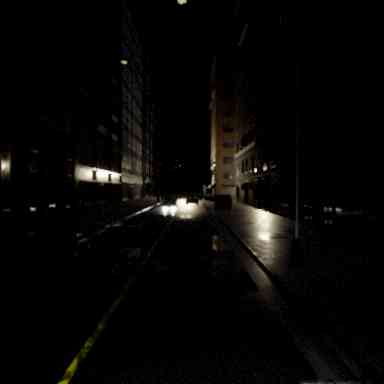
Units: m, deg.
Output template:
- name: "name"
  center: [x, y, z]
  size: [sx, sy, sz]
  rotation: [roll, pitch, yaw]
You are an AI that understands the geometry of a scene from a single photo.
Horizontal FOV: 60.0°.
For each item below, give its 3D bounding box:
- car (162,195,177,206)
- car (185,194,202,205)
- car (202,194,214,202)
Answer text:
- name: "car"
  center: [-3.047, 1.142, 46.041]
  size: [2.128, 1.511, 4.902]
  rotation: [0, 0, 0]
- name: "car"
  center: [0.065, 1.118, 48.679]
  size: [2.128, 1.511, 4.902]
  rotation: [0, 0, 1]
- name: "car"
  center: [2.757, 1.015, 59.407]
  size: [4.902, 1.511, 2.128]
  rotation: [0, 1, -32]
